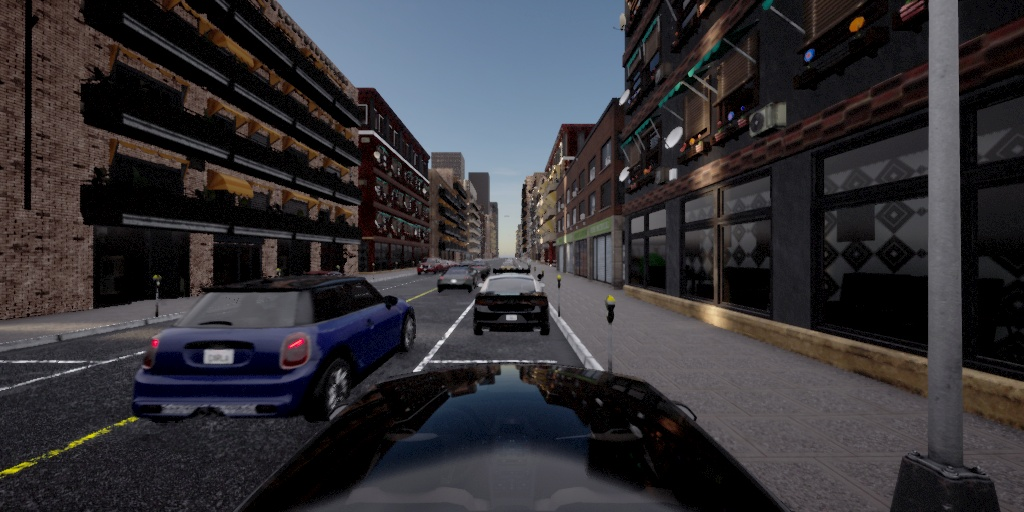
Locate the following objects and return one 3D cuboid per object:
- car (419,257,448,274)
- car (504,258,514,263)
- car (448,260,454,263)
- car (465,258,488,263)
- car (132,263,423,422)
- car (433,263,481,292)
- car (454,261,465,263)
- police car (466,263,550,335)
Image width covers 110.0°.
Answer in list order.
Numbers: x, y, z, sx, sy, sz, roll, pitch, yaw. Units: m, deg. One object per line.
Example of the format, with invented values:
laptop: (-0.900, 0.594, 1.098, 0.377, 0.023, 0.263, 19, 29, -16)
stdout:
car: (-8.837, 1.064, 39.007, 2.192, 1.841, 5.009, 0, 0, 0)
car: (-0.456, 1.275, 39.173, 1.751, 1.417, 4.829, 0, 0, 0)
car: (-8.837, 1.188, 44.643, 1.967, 1.591, 4.097, 0, 0, 0)
car: (-3.102, 1.242, 36.041, 2.128, 1.511, 4.902, 0, 0, 0)
car: (-3.145, 1.102, 5.969, 2.097, 1.767, 4.553, 0, 0, 0)
car: (-3.099, 1.316, 21.252, 1.994, 1.385, 4.181, 0, 0, 1)
car: (-6.186, 1.349, 46.456, 1.895, 1.301, 4.718, 0, 0, 1)
police car: (-0.011, 1.175, 10.609, 1.930, 1.638, 5.238, 0, 0, 0)
